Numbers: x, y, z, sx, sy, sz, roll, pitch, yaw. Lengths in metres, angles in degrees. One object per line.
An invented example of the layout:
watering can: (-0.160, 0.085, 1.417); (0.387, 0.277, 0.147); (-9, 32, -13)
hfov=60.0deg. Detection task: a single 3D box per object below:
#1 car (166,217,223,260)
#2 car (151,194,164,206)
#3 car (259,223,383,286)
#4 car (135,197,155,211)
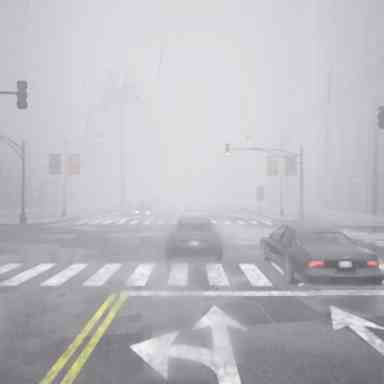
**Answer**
car: (0.079, 1.651, 12.812); (1.994, 1.385, 4.181); (0, 0, 0)
car: (-6.506, 1.618, 62.248); (2.150, 2.045, 5.566); (0, 0, 1)
car: (3.309, 1.615, 9.649); (2.033, 1.411, 5.357); (0, 0, 0)
car: (-6.573, 1.799, 45.603); (1.837, 1.490, 4.892); (0, 0, 0)
